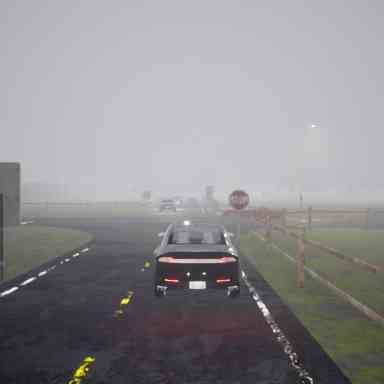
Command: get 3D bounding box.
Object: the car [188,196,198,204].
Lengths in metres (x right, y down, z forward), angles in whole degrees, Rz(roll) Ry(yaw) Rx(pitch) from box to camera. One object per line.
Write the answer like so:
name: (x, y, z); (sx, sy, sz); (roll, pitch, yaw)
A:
car: (0.114, 1.469, 63.531); (1.882, 1.535, 5.008); (0, 0, 0)

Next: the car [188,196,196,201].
car: (0.018, 1.582, 81.493); (1.895, 1.301, 4.718); (0, 0, 0)

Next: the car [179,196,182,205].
car: (-2.819, 1.595, 48.863); (1.895, 1.301, 4.718); (0, 0, 0)

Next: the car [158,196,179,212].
car: (-2.795, 1.501, 38.938); (1.837, 1.490, 4.892); (0, 0, -1)

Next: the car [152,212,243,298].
car: (0.103, 1.491, 8.511); (2.128, 1.511, 4.902); (0, 0, 0)

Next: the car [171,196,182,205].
car: (-2.785, 1.470, 60.732); (1.882, 1.535, 5.008); (0, 0, 0)

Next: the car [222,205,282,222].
car: (4.569, 1.635, 26.076); (4.718, 1.301, 1.895); (1, 0, 1)
